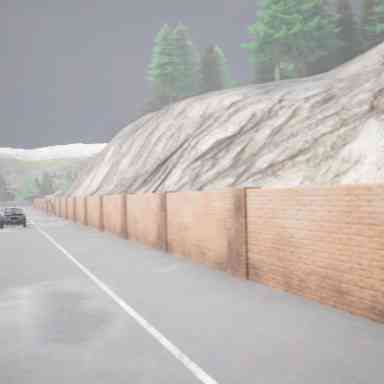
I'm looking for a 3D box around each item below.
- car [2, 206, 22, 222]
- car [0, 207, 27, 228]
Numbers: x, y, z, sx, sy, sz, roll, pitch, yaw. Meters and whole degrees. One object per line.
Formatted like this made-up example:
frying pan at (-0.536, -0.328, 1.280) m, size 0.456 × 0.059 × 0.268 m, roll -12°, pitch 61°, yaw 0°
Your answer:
car at (-20.208, 2.403, 37.361) m, size 1.812 × 1.442 × 4.674 m, roll -1°, pitch -1°, yaw -29°
car at (-14.934, 2.144, 27.862) m, size 2.128 × 1.511 × 4.902 m, roll -1°, pitch -1°, yaw -29°
